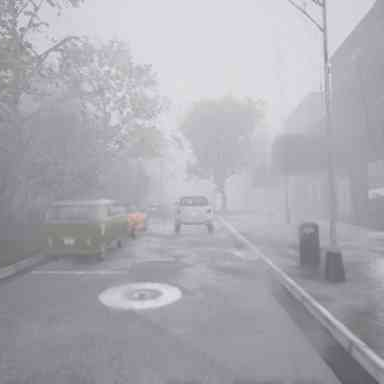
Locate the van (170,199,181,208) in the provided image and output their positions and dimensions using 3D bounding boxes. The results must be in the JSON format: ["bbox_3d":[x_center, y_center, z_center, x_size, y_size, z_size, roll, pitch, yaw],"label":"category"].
[{"bbox_3d":[-3.627,2.504,73.530,1.878,1.987,4.442,1,-1,2],"label":"van"}]

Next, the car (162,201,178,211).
[{"bbox_3d":[-3.647,2.344,56.724,2.163,1.488,4.792,0,-1,2],"label":"car"}]

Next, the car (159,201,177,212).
[{"bbox_3d":[-3.644,2.166,51.120,2.097,1.535,5.008,0,-1,2],"label":"car"}]

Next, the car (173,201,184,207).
[{"bbox_3d":[-3.403,2.980,84.775,2.231,1.521,4.892,0,-1,2],"label":"car"}]

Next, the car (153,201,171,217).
[{"bbox_3d":[-3.635,1.755,34.455,2.163,1.488,4.792,1,-2,2],"label":"car"}]

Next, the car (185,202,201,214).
[{"bbox_3d":[0.100,1.952,42.115,1.837,1.490,4.892,0,-2,0],"label":"car"}]

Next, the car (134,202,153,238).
[{"bbox_3d":[-3.655,1.343,17.720,2.185,1.767,4.553,0,0,2],"label":"car"}]

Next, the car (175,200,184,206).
[{"bbox_3d":[-3.402,2.967,90.485,2.185,1.767,4.553,-1,-1,2],"label":"car"}]

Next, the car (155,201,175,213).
[{"bbox_3d":[-3.637,2.019,45.561,2.097,1.535,5.008,1,-2,2],"label":"car"}]

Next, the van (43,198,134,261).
[{"bbox_3d":[-3.649,1.247,12.297,1.878,1.987,4.442,0,0,2],"label":"van"}]

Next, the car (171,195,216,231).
[{"bbox_3d":[0.101,1.210,20.655,2.150,2.045,5.566,0,0,0],"label":"car"}]
